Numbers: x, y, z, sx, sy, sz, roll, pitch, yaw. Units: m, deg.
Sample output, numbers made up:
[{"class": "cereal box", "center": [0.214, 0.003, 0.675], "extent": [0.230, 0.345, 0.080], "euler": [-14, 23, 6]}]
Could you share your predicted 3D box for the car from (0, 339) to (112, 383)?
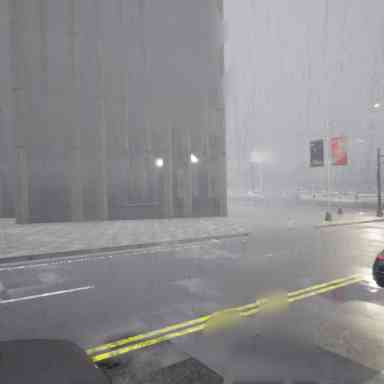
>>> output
[{"class": "car", "center": [-2.875, 1.548, 1.350], "extent": [5.357, 1.411, 2.033], "euler": [0, 0, -35]}]

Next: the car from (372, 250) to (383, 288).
[{"class": "car", "center": [6.163, 1.559, 7.917], "extent": [4.181, 1.385, 1.994], "euler": [0, 0, -35]}]
